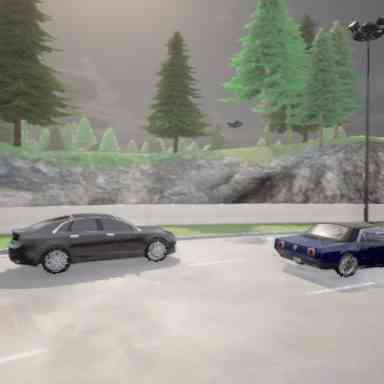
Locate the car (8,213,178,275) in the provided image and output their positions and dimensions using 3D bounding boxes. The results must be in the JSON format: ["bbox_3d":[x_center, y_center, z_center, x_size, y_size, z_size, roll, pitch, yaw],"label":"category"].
[{"bbox_3d":[-2.780,1.406,10.110,4.892,1.490,1.837,0,0,-31],"label":"car"}]

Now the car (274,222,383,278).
[{"bbox_3d":[4.889,1.554,9.811,4.718,1.301,1.895,0,0,-23],"label":"car"}]
